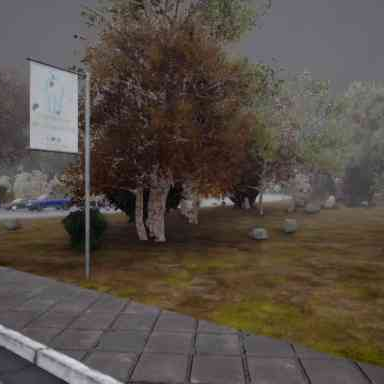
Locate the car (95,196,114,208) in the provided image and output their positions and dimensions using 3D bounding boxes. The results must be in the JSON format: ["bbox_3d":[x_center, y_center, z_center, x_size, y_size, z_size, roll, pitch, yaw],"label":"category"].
[{"bbox_3d":[-11.033,1.312,47.945,2.097,1.767,4.553,0,0,37],"label":"car"}]

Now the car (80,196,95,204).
[{"bbox_3d":[-14.844,1.319,48.739,2.097,1.767,4.553,0,0,38],"label":"car"}]

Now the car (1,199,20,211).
[{"bbox_3d":[-20.830,1.498,41.122,1.837,1.490,4.892,0,0,38],"label":"car"}]

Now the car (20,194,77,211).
[{"bbox_3d":[-17.130,1.212,40.145,2.150,2.045,5.566,0,0,39],"label":"car"}]
